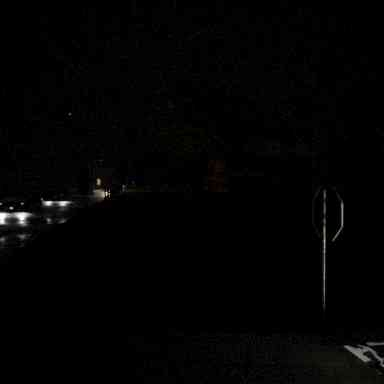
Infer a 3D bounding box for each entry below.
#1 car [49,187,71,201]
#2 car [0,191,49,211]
[{"bbox_3d":[-15.013,0.196,37.787,1.837,1.490,4.892,0,2,-9],"label":"car"},{"bbox_3d":[-12.993,0.644,25.676,2.033,1.411,5.357,0,2,-10],"label":"car"}]
